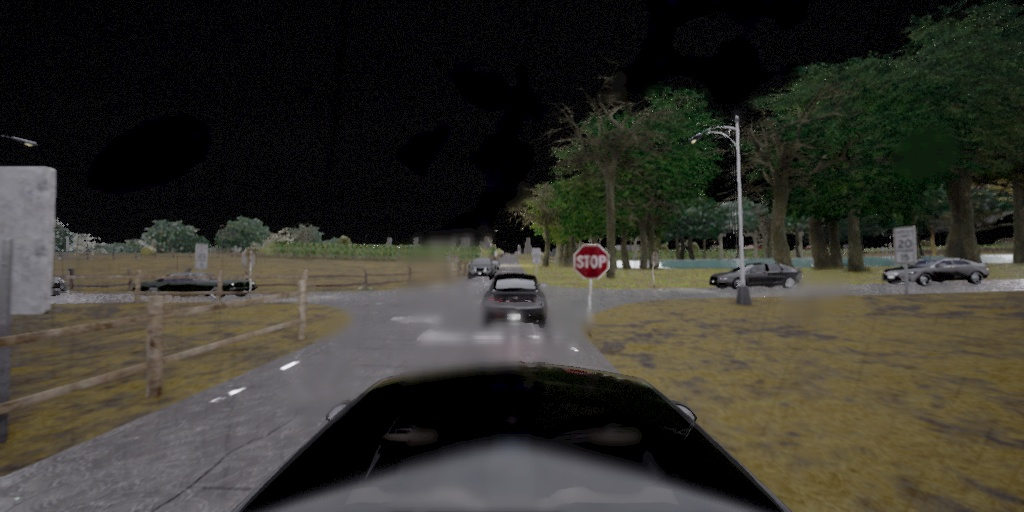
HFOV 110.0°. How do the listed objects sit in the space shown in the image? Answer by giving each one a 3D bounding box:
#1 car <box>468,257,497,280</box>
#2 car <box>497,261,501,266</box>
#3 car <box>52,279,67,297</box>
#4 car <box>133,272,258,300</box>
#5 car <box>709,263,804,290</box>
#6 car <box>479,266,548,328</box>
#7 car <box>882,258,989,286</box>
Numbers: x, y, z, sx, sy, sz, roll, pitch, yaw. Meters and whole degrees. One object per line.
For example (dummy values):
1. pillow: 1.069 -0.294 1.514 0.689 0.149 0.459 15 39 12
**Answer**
1. car: -2.819 1.156 33.762 2.150 2.045 5.566 0 0 -1
2. car: -2.834 1.436 44.110 2.128 1.511 4.902 0 0 0
3. car: -25.119 1.209 17.687 4.553 1.767 2.097 0 -2 0
4. car: -15.470 1.463 17.755 4.718 1.301 1.895 0 -2 -2
5. car: 14.034 1.166 20.753 4.892 1.490 1.837 -1 -2 0
6. car: 0.102 1.303 11.667 1.837 1.490 4.892 0 1 0
7. car: 24.397 0.883 20.788 4.902 1.511 2.128 -2 -2 0
